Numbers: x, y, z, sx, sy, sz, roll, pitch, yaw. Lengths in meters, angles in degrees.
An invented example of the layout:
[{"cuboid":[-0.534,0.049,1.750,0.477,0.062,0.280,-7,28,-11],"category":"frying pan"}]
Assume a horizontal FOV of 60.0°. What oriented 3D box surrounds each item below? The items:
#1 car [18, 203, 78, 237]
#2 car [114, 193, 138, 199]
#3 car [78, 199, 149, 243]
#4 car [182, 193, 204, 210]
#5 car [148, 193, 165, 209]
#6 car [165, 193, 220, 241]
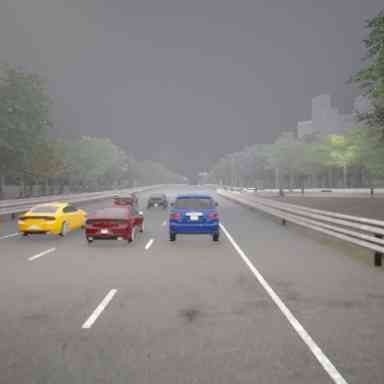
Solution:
[{"cuboid":[-6.901,1.311,17.025,1.882,1.535,5.008,0,1,0],"category":"car"},{"cuboid":[-6.904,0.829,35.345,1.882,1.535,5.008,0,2,0],"category":"car"},{"cuboid":[-3.403,1.342,15.419,1.882,1.535,5.008,0,1,0],"category":"car"},{"cuboid":[0.094,0.887,33.764,2.128,1.511,4.902,0,2,0],"category":"car"},{"cuboid":[-3.404,0.898,33.869,1.837,1.490,4.892,0,2,0],"category":"car"},{"cuboid":[0.110,1.076,15.952,2.150,2.045,5.566,0,1,0],"category":"car"}]
